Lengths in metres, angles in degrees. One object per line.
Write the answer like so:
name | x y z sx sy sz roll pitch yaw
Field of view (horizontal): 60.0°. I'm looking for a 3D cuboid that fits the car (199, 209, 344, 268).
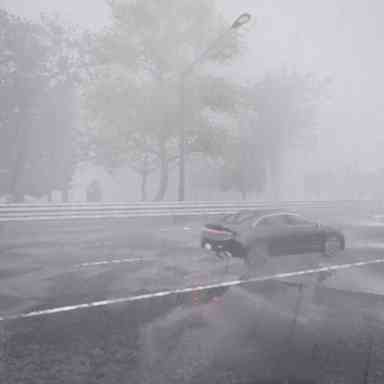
car | 2.580 1.291 10.312 4.902 1.511 2.128 0 0 -28
